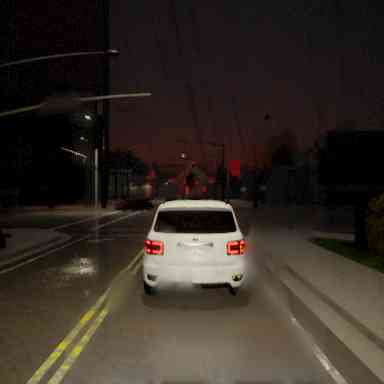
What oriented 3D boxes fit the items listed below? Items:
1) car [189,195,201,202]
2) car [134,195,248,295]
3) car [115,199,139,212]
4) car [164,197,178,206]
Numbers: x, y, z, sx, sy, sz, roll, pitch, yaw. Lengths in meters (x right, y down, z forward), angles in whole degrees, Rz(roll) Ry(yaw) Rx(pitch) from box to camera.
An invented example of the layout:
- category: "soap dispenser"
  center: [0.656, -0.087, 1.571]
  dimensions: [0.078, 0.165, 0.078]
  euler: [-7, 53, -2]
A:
- category: "car"
  center: [0.828, 1.429, 78.702]
  dimensions: [1.882, 1.535, 5.008]
  euler: [0, 0, 12]
- category: "car"
  center: [0.078, 1.217, 8.831]
  dimensions: [2.150, 2.045, 5.566]
  euler: [0, 0, 0]
- category: "car"
  center: [-6.686, 1.540, 38.964]
  dimensions: [4.674, 1.442, 1.812]
  euler: [0, 1, -41]
- category: "car"
  center: [-3.514, 1.522, 56.136]
  dimensions: [2.033, 1.411, 5.357]
  euler: [0, 0, 0]
